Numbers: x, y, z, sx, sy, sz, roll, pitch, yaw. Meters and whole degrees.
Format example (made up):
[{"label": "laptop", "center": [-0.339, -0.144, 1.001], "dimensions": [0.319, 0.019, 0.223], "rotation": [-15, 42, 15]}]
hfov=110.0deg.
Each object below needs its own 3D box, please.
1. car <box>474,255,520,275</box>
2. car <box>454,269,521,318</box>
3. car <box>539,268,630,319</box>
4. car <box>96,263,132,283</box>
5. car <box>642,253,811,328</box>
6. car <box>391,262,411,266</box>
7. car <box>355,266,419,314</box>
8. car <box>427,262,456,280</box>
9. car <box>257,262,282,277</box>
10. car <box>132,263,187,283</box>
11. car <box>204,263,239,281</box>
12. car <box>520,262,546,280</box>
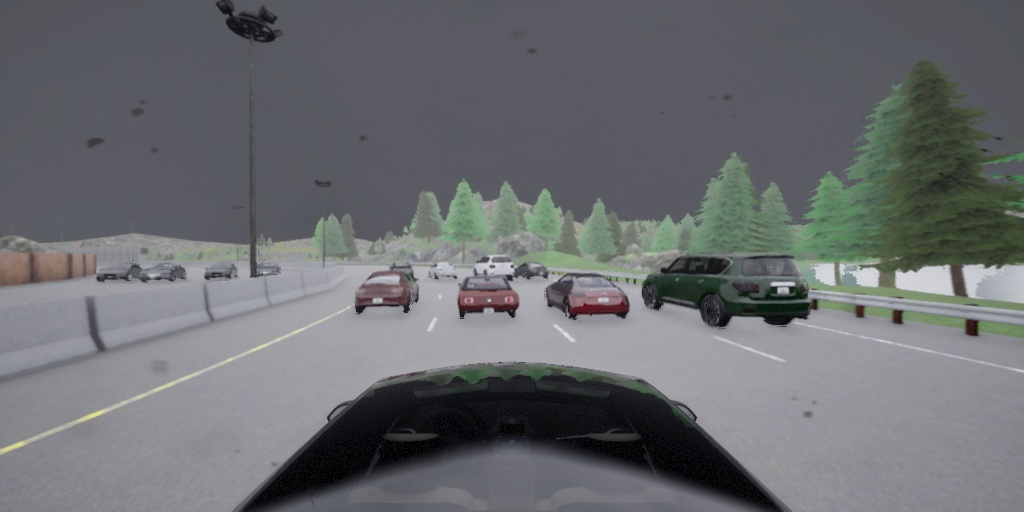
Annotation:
[{"label": "car", "center": [-1.549, 0.946, 29.426], "dimensions": [2.150, 2.045, 5.566], "rotation": [0, 0, -19]}, {"label": "car", "center": [-0.998, 1.342, 12.908], "dimensions": [1.895, 1.301, 4.718], "rotation": [0, 0, -8]}, {"label": "car", "center": [2.486, 1.288, 12.774], "dimensions": [1.994, 1.385, 4.181], "rotation": [0, 0, -8]}, {"label": "car", "center": [-32.796, 1.387, 30.203], "dimensions": [1.837, 1.490, 4.892], "rotation": [0, 0, -31]}, {"label": "car", "center": [6.264, 0.928, 11.368], "dimensions": [2.150, 2.045, 5.566], "rotation": [0, 0, -7]}, {"label": "car", "center": [-9.606, 1.255, 30.817], "dimensions": [2.128, 1.511, 4.902], "rotation": [0, 0, -22]}, {"label": "car", "center": [-4.712, 1.285, 13.911], "dimensions": [1.812, 1.442, 4.674], "rotation": [0, 0, -9]}, {"label": "car", "center": [-6.118, 1.271, 31.521], "dimensions": [1.812, 1.442, 4.674], "rotation": [0, 0, -22]}, {"label": "car", "center": [-22.454, 1.318, 33.120], "dimensions": [2.128, 1.511, 4.902], "rotation": [0, 0, -29]}, {"label": "car", "center": [-28.310, 1.352, 29.283], "dimensions": [2.128, 1.511, 4.902], "rotation": [0, 0, -29]}, {"label": "car", "center": [-25.830, 1.350, 32.041], "dimensions": [1.837, 1.490, 4.892], "rotation": [0, 0, -29]}, {"label": "car", "center": [1.589, 1.233, 30.880], "dimensions": [1.812, 1.442, 4.674], "rotation": [0, 0, -19]}]
